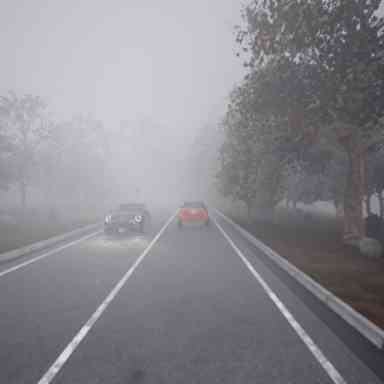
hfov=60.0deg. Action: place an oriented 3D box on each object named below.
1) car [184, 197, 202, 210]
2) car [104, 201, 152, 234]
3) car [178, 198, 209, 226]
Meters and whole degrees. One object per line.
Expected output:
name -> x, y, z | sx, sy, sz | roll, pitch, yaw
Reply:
car -> 0.108, 1.445, 42.331 | 2.128, 1.511, 4.902 | 0, 0, 0
car -> -3.594, 1.363, 19.266 | 2.097, 1.767, 4.553 | 0, 0, 0
car -> 0.105, 1.359, 23.788 | 2.097, 1.767, 4.553 | 0, 0, 0
